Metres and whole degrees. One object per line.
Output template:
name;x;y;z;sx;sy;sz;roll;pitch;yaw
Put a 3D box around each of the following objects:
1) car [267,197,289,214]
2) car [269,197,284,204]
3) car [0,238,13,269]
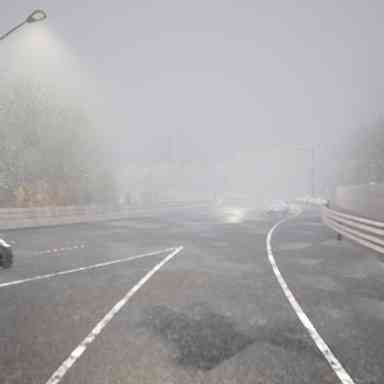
car;9.535;1.623;36.469;1.812;1.442;4.674;0;0;22
car;17.717;1.732;69.786;2.033;1.411;5.357;0;0;4
car;-6.970;1.360;8.120;2.097;1.767;4.553;0;0;39
